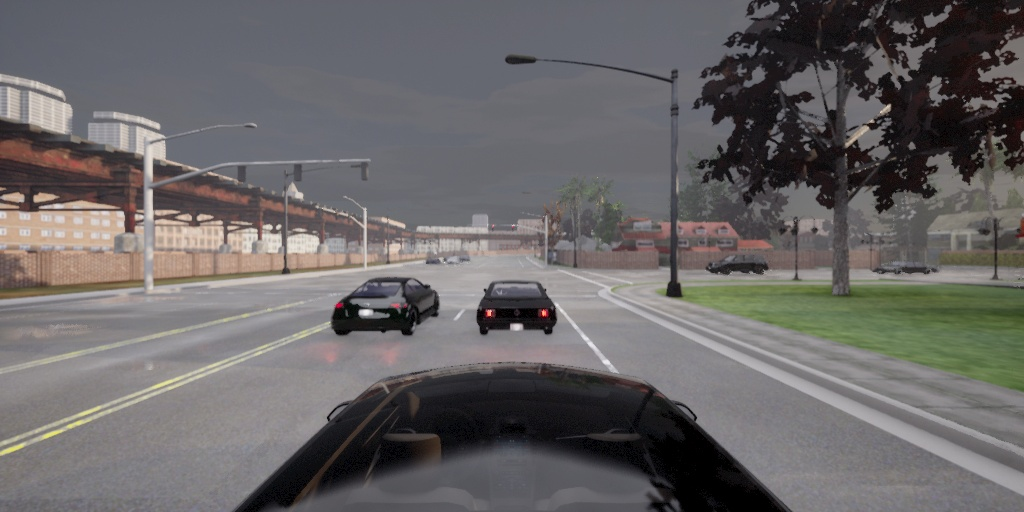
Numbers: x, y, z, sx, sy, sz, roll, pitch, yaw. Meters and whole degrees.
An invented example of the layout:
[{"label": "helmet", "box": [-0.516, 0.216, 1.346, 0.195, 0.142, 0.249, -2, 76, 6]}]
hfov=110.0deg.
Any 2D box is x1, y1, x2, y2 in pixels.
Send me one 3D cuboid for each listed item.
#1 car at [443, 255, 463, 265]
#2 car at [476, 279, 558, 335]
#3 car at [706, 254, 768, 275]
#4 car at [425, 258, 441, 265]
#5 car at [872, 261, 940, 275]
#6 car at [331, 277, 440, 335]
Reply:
[{"label": "car", "box": [-10.532, 0.864, 64.254, 1.812, 1.442, 4.674, 0, 1, 1]}, {"label": "car", "box": [0.093, 1.322, 10.360, 1.895, 1.301, 4.718, 0, 0, 0]}, {"label": "car", "box": [22.557, 0.856, 35.971, 5.566, 2.045, 2.150, 0, 0, -2]}, {"label": "car", "box": [-14.031, 0.946, 63.824, 1.895, 1.301, 4.718, 0, 1, 1]}, {"label": "car", "box": [39.894, 1.234, 36.335, 5.357, 1.411, 2.033, 0, 0, -2]}, {"label": "car", "box": [-3.399, 1.285, 10.396, 1.994, 1.385, 4.181, 0, 0, 0]}]
